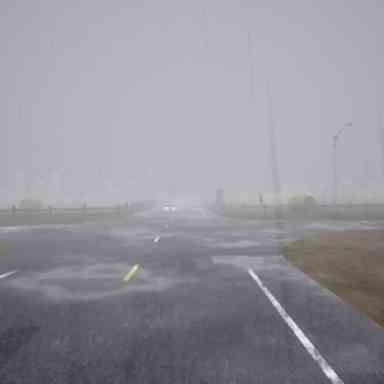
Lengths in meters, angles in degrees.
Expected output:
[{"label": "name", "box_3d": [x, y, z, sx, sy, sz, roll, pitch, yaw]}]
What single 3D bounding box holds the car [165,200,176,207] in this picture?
[{"label": "car", "box_3d": [-4.270, 2.327, 66.130, 1.895, 1.301, 4.718, 0, -1, -1]}]
